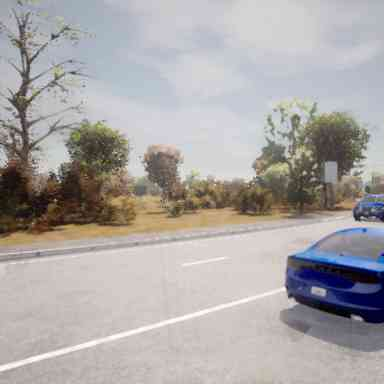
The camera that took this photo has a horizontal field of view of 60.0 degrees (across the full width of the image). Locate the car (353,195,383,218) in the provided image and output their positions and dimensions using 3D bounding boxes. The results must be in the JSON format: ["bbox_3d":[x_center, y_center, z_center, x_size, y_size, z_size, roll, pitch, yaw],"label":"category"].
[{"bbox_3d":[14.838,1.230,26.779,2.150,2.045,5.566,0,0,43],"label":"car"}]

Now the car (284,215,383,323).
[{"bbox_3d":[4.017,1.483,7.005,5.008,1.535,1.882,0,0,-38],"label":"car"}]
